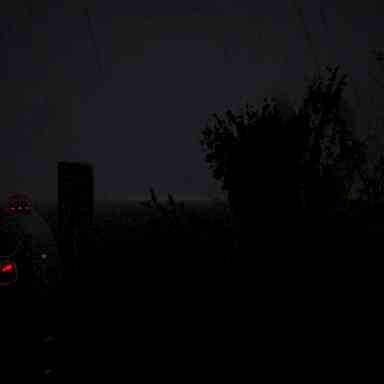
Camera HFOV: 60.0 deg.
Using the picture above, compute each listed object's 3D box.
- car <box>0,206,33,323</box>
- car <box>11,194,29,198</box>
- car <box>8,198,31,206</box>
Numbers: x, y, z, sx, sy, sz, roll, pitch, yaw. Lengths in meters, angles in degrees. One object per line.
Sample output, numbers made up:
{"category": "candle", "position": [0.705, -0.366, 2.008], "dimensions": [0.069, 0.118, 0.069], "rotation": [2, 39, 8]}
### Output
{"category": "car", "position": [-4.514, 1.358, 6.888], "dimensions": [2.097, 1.767, 4.553], "rotation": [0, 0, -24]}
{"category": "car", "position": [-22.406, 1.286, 43.076], "dimensions": [2.150, 2.045, 5.566], "rotation": [0, 0, -29]}
{"category": "car", "position": [-17.492, 1.589, 33.899], "dimensions": [2.033, 1.411, 5.357], "rotation": [0, 0, -27]}
